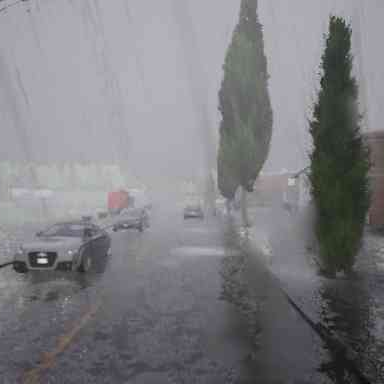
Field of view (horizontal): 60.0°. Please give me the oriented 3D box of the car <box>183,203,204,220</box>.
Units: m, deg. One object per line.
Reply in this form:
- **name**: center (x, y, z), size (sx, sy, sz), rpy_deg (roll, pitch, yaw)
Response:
- **car**: center (0.149, 2.029, 33.601), size (1.994, 1.385, 4.181), rpy_deg (0, -1, 1)

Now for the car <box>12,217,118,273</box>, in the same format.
- **car**: center (-4.050, 1.717, 11.060), size (1.994, 1.385, 4.181), rpy_deg (0, -1, 1)

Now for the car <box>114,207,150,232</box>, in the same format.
- **car**: center (-4.026, 1.816, 22.652), size (1.837, 1.490, 4.892), rpy_deg (0, -1, 0)

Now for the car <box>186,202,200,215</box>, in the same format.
- **car**: center (0.156, 2.135, 44.159), size (1.812, 1.442, 4.674), rpy_deg (0, -1, 1)
